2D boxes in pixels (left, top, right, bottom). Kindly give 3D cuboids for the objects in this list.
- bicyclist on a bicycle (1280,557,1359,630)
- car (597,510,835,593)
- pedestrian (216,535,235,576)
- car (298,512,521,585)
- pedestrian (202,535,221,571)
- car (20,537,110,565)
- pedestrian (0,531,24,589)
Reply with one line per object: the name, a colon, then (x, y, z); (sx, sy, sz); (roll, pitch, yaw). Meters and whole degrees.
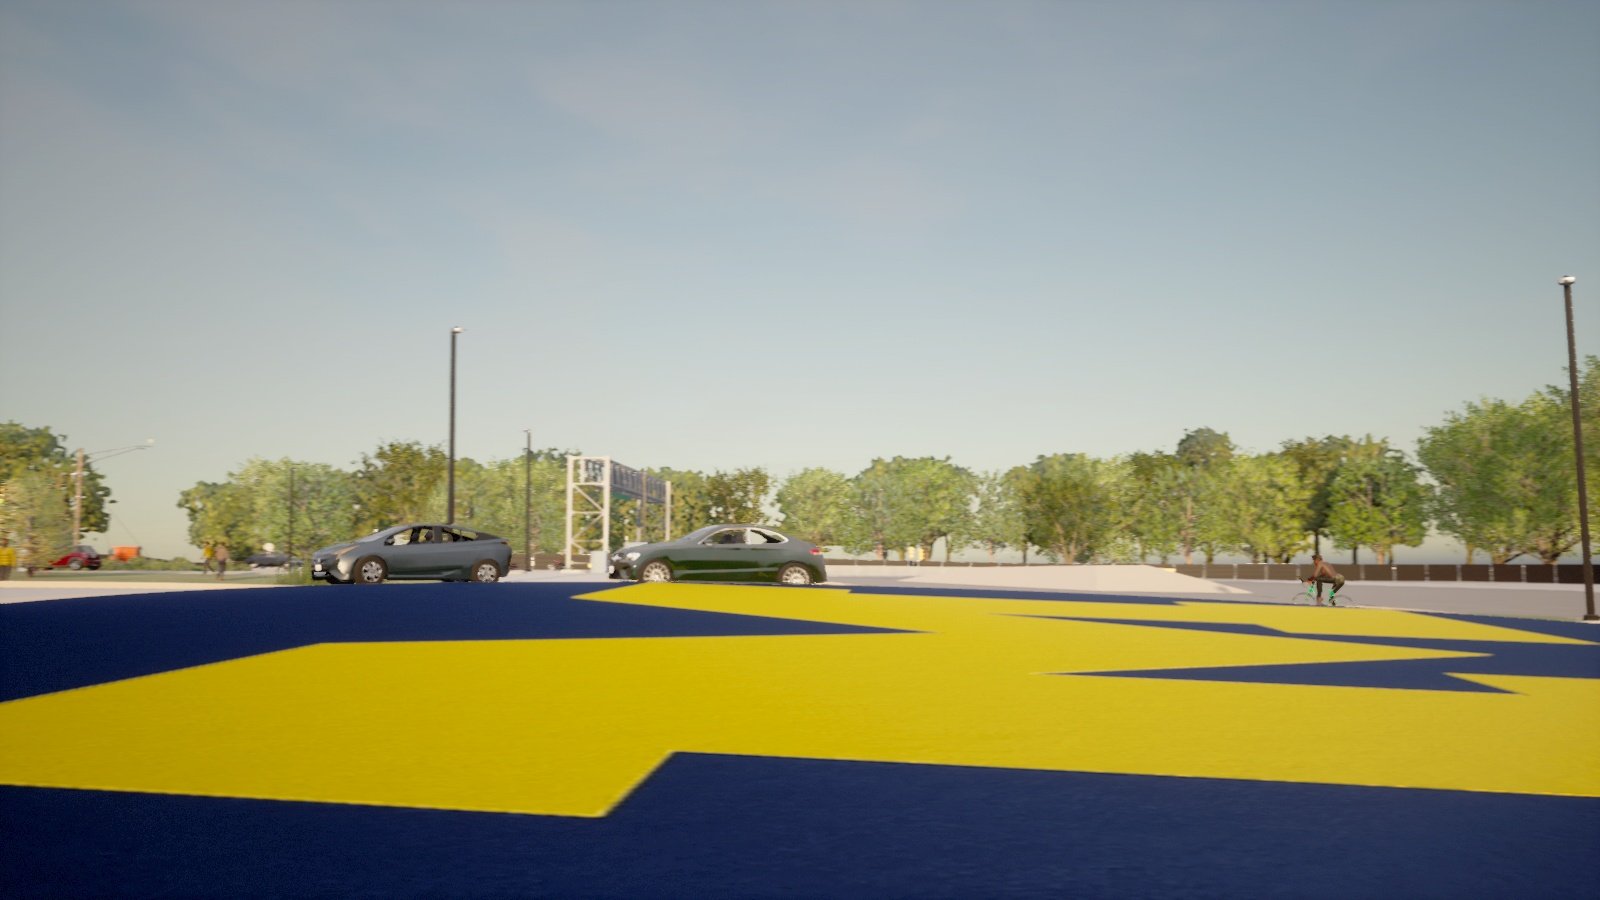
bicyclist on a bicycle: (12.465, 3.428, 30.163); (0.582, 1.620, 1.656); (6, -4, -36)
car: (-1.953, 2.370, 29.086); (5.027, 1.651, 2.152); (4, -6, -21)
pedestrian: (-26.092, 4.801, 57.051); (0.328, 1.805, 0.869); (-1, -6, 9)
car: (-9.111, 2.389, 29.545); (4.514, 1.525, 2.007); (6, -9, -41)
pedestrian: (-30.527, 5.345, 65.191); (0.709, 1.840, 0.431); (-1, -6, 12)
car: (-47.621, 6.570, 81.436); (4.553, 1.767, 2.097); (0, -5, 3)
pedestrian: (-25.233, 3.517, 40.088); (0.431, 1.840, 0.709); (0, -6, -3)
